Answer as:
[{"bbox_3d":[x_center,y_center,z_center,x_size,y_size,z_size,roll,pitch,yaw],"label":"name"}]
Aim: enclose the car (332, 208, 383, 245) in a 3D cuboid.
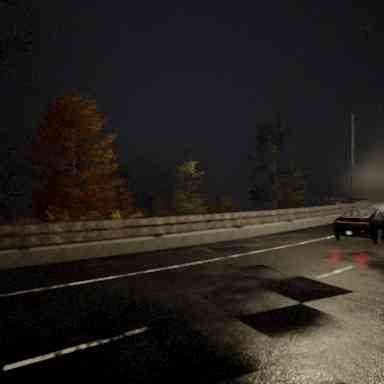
[{"bbox_3d":[8.425,1.521,15.880,4.902,1.511,2.128,0,0,-44],"label":"car"}]
